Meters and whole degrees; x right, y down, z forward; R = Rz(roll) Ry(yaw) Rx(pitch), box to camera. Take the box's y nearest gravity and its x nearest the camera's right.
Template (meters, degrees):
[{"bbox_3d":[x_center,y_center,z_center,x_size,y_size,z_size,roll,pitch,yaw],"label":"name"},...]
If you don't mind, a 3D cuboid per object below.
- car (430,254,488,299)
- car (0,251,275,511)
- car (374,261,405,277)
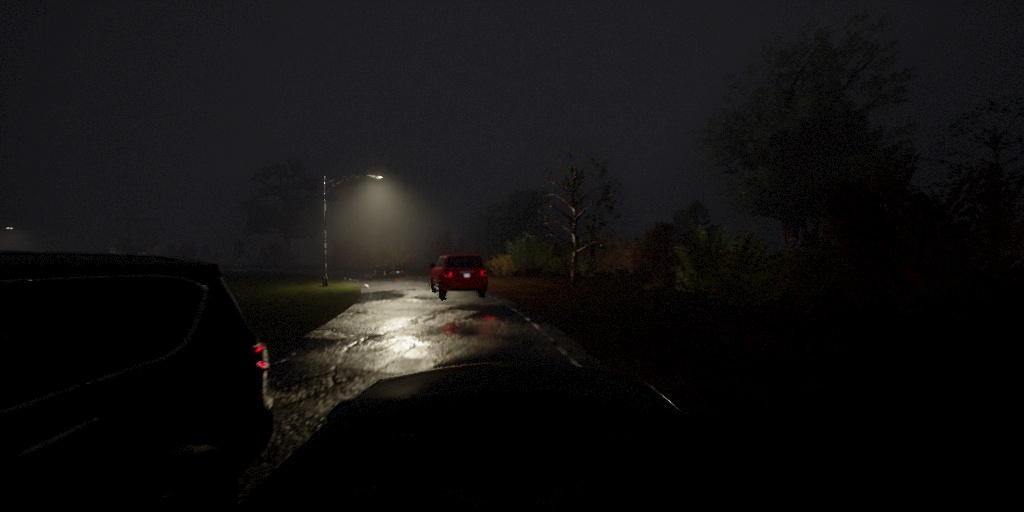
[{"bbox_3d":[-2.796,0.931,18.076,2.150,2.045,5.566,0,0,-18],"label":"car"},{"bbox_3d":[-2.911,1.001,0.473,2.150,2.045,5.566,0,0,0],"label":"car"},{"bbox_3d":[-11.991,1.232,34.981,1.837,1.490,4.892,0,0,-38],"label":"car"}]
